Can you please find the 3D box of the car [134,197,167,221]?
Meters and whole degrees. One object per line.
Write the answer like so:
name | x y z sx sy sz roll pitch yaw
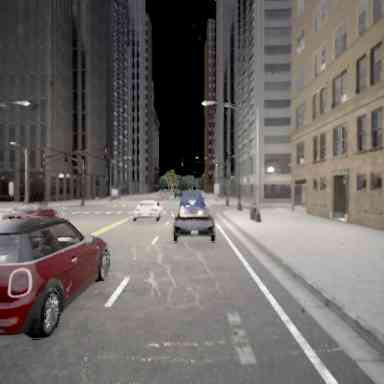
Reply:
car | -3.153 1.330 24.662 1.812 1.442 4.674 0 0 0

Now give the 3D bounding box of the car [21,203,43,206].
car | -9.826 1.404 20.502 1.994 1.385 4.181 0 0 0

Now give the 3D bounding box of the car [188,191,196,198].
car | -0.012 0.663 82.865 2.097 1.767 4.553 0 0 0

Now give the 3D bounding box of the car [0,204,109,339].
car | -3.153 1.301 6.665 2.097 1.767 4.553 0 1 0

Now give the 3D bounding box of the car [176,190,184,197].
car | -3.263 0.441 92.867 2.097 1.767 4.553 0 0 0

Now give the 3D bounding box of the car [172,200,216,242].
car | 0.097 1.370 15.574 2.128 1.511 4.902 0 1 0

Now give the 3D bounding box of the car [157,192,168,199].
car | -6.510 0.739 74.410 2.097 1.767 4.553 0 0 0

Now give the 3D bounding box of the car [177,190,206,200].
car | 0.057 0.980 29.833 2.150 2.045 5.566 0 0 1

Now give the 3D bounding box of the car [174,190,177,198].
car | -3.262 0.535 82.506 2.150 2.045 5.566 0 0 0
